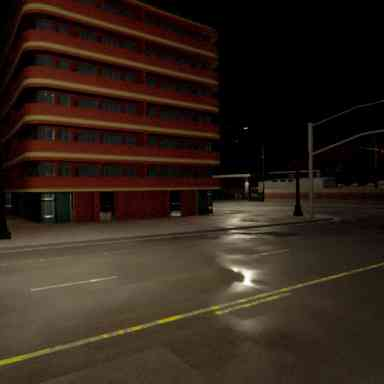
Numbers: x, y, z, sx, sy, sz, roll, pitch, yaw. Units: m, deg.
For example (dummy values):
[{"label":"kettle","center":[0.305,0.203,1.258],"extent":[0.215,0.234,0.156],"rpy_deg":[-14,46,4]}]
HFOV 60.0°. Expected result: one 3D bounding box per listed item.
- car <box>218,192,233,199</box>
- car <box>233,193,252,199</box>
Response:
[{"label":"car","center":[8.970,0.933,86.206],"extent":[4.611,1.667,2.242],"rpy_deg":[-1,1,-35]},{"label":"car","center":[12.940,1.065,81.983],"extent":[3.806,1.475,1.970],"rpy_deg":[-1,1,-35]}]
